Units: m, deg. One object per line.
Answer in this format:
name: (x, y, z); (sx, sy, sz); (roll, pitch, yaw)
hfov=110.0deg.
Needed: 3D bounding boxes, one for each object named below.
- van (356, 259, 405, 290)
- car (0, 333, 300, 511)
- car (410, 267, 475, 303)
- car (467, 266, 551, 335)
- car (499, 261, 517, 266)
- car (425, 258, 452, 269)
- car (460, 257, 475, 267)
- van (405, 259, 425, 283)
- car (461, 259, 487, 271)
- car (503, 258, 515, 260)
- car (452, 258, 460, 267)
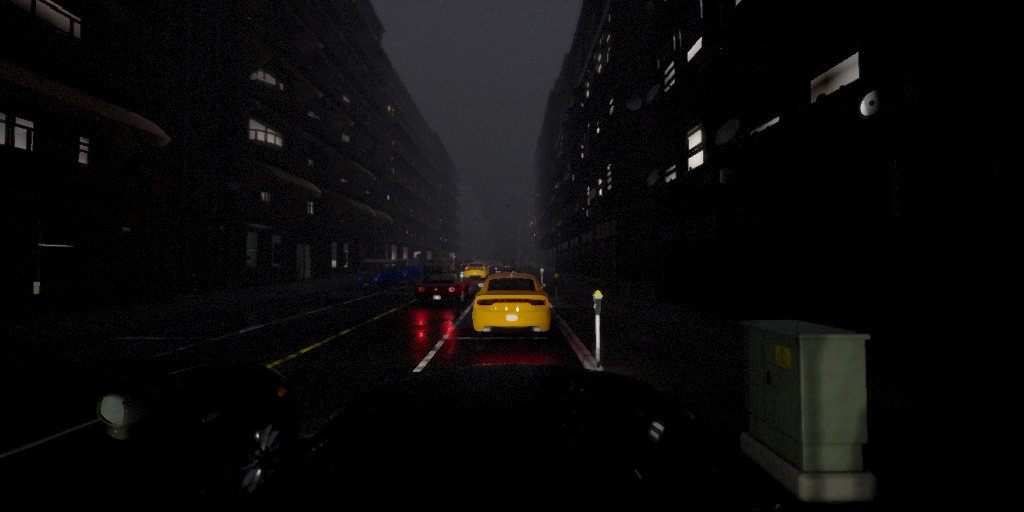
van: (-8.335, 1.107, 22.603); (1.690, 1.789, 3.998); (0, 0, 0)
car: (-3.020, 1.101, 1.471); (2.097, 1.767, 4.553); (0, 0, 0)
car: (-3.020, 1.377, 16.666); (1.895, 1.301, 4.718); (0, 0, 0)
car: (-0.006, 1.232, 10.503); (1.882, 1.535, 5.008); (0, 0, 0)
car: (-0.452, 1.321, 28.073); (1.888, 1.381, 4.507); (0, 0, 0)
car: (-8.335, 1.114, 39.194); (2.192, 1.841, 5.009); (0, 0, 0)
car: (-5.771, 1.228, 48.677); (2.097, 1.767, 4.553); (0, 0, 0)
van: (-8.335, 1.117, 28.134); (1.690, 1.789, 3.998); (0, 0, 0)
car: (-3.020, 1.269, 31.641); (1.882, 1.535, 5.008); (0, 0, 0)
car: (-0.445, 1.239, 39.134); (1.967, 1.591, 4.097); (0, 0, 0)
car: (-8.335, 1.127, 44.724); (2.192, 1.841, 5.009); (0, 0, 0)
